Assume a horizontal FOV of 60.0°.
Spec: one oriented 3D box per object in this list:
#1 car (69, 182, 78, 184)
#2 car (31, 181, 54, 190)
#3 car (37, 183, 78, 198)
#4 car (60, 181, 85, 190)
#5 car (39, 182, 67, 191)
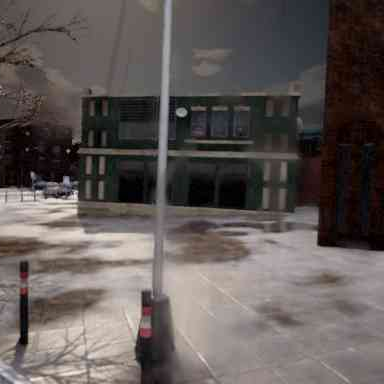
[{"bbox_3d":[-26.352,-1.175,67.825,4.674,1.452,2.002,3,2,20],"label":"car"},{"bbox_3d":[-28.229,-1.209,62.633,4.553,1.767,2.185,3,2,20],"label":"car"},{"bbox_3d":[-17.797,0.012,44.552,2.128,1.511,4.902,3,2,15],"label":"car"},{"bbox_3d":[-25.364,-1.406,70.395,4.553,1.767,2.185,3,2,20],"label":"car"},{"bbox_3d":[-27.312,-1.148,65.241,5.008,1.535,2.097,3,2,20],"label":"car"}]
